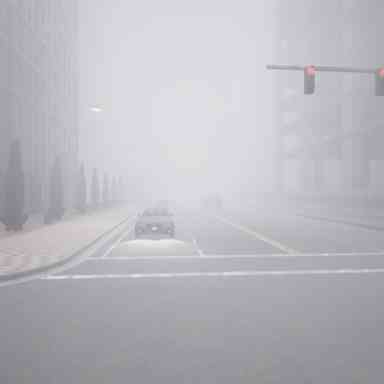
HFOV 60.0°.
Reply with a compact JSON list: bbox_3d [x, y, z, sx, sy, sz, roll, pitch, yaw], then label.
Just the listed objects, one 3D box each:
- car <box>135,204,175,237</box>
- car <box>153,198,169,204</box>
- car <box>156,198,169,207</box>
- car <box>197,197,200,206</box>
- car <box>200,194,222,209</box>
[{"bbox_3d":[-1.975,1.602,18.107,1.994,1.385,4.181,0,0,-5],"label":"car"},{"bbox_3d":[-3.266,1.591,34.426,2.033,1.411,5.357,0,0,-4],"label":"car"},{"bbox_3d":[-4.552,1.615,51.859,1.994,1.385,4.181,0,0,-5],"label":"car"},{"bbox_3d":[2.028,1.401,57.433,2.097,1.767,4.553,0,0,-5],"label":"car"},{"bbox_3d":[2.895,1.267,47.049,2.150,2.045,5.566,0,0,-4],"label":"car"}]
